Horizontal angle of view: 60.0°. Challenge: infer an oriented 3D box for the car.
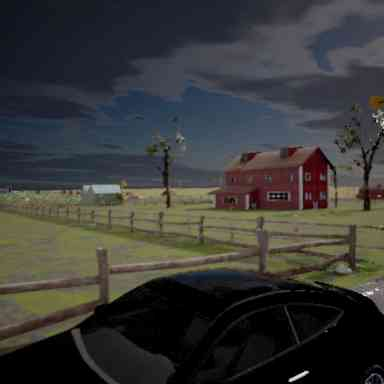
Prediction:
[{"bbox_3d":[0.058,1.532,2.991,4.674,1.442,1.812,0,0,-36],"label":"car"}]
